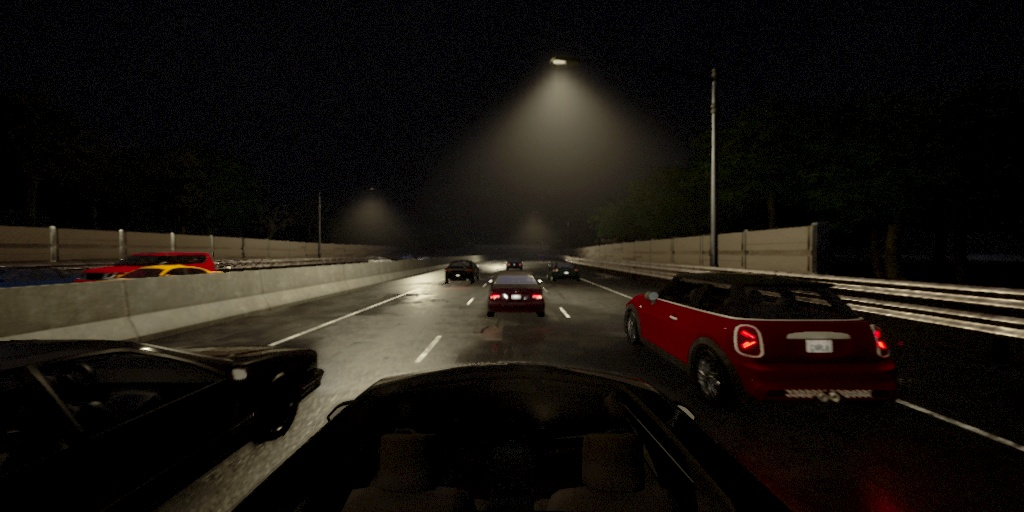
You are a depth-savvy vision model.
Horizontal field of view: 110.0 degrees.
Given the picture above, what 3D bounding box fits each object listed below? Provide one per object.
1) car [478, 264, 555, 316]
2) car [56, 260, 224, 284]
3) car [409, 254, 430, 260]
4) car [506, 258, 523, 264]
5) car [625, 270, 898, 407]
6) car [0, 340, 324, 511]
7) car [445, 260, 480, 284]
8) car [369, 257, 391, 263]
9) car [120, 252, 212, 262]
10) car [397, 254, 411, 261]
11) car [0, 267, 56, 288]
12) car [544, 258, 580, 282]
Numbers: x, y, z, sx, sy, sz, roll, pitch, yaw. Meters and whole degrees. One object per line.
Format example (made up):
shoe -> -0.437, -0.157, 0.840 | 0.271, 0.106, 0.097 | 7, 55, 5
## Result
car -> 0.122, 1.196, 12.816 | 2.033, 1.411, 5.357 | 0, 1, 0
car -> -14.072, 1.111, 14.378 | 1.882, 1.535, 5.008 | 0, 1, 0
car -> -13.729, 0.814, 55.313 | 2.033, 1.411, 5.357 | 0, 1, 1
car -> 0.291, 0.943, 40.855 | 2.033, 1.411, 5.357 | 0, 1, 1
car -> 3.608, 1.060, 6.332 | 2.097, 1.767, 4.553 | 0, 1, 0
car -> -3.397, 1.293, 2.238 | 2.033, 1.411, 5.357 | 0, 1, 0
car -> -3.327, 1.019, 24.631 | 1.882, 1.535, 5.008 | 0, 1, 0
car -> -20.710, 0.859, 56.220 | 1.895, 1.301, 4.718 | 0, 1, 1
car -> -17.561, 0.825, 17.729 | 2.150, 2.045, 5.566 | 0, 1, 0
car -> -17.165, 0.783, 58.762 | 2.033, 1.411, 5.357 | 0, 1, 1
car -> -21.071, 1.173, 15.207 | 2.033, 1.411, 5.357 | 0, 1, 0
car -> 3.682, 1.092, 26.194 | 1.994, 1.385, 4.181 | 0, 1, 0
